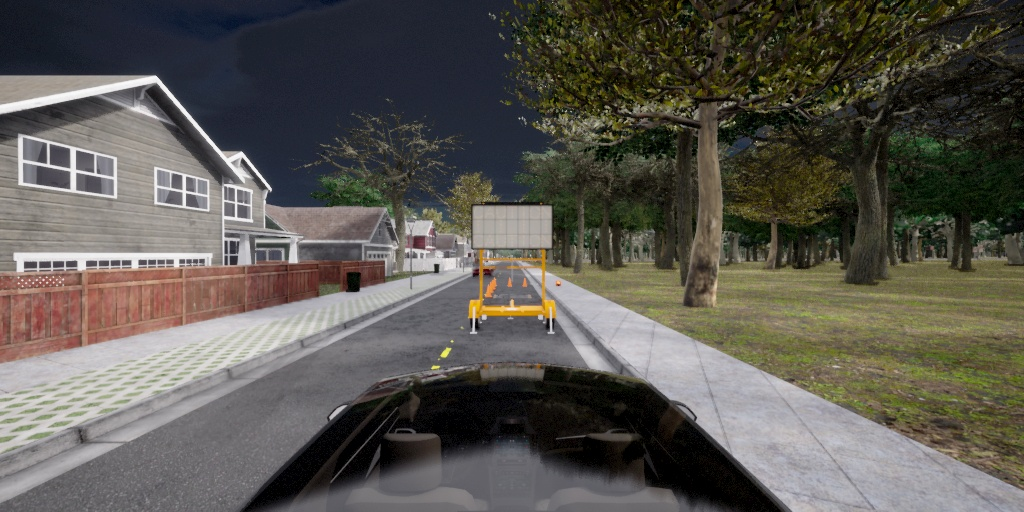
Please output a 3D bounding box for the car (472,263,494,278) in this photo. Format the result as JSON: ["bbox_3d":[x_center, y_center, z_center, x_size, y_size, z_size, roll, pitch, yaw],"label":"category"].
[{"bbox_3d":[-2.720,1.357,34.151,1.895,1.301,4.718,0,0,0],"label":"car"}]

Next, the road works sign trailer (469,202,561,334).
[{"bbox_3d":[0.011,0.214,10.620,2.380,3.560,2.880,0,0,0],"label":"road works sign trailer"}]
